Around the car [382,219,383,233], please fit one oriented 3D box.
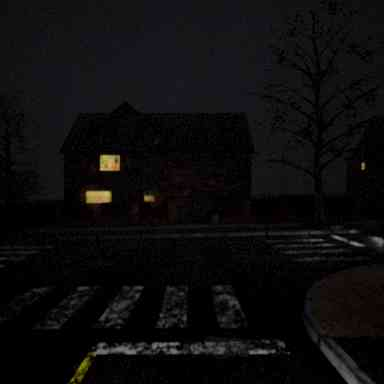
[{"bbox_3d":[10.553,1.032,14.001,4.553,1.767,2.097,-1,1,-1],"label":"car"}]
